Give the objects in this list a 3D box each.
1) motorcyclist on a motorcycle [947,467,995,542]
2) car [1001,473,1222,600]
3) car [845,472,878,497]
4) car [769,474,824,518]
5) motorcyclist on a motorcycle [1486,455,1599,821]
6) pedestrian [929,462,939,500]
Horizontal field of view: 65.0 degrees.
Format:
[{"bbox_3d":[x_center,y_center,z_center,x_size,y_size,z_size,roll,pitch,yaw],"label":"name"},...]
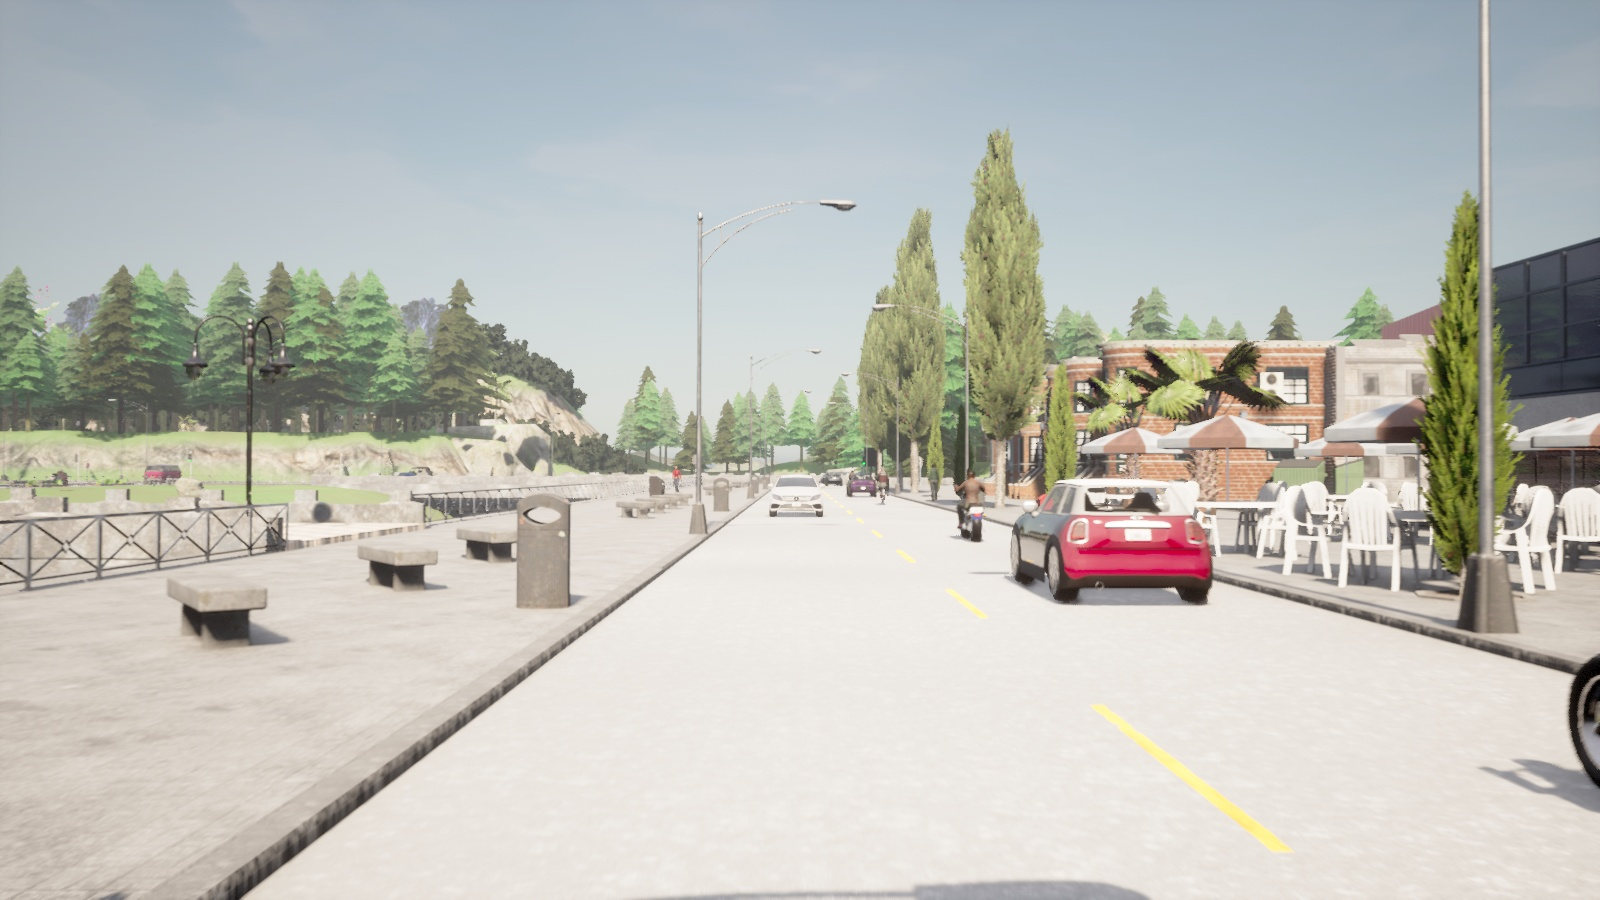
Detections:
[{"bbox_3d":[3.923,1.235,29.031,0.766,1.649,2.350,0,-1,0],"label":"motorcyclist on a motorcycle"},{"bbox_3d":[3.955,1.043,16.633,1.970,1.475,3.806,0,-1,0],"label":"car"},{"bbox_3d":[3.798,2.115,77.741,1.816,1.474,4.193,0,-1,0],"label":"car"},{"bbox_3d":[-0.114,1.574,43.806,1.812,1.442,4.674,0,-1,0],"label":"car"},{"bbox_3d":[3.984,0.839,5.395,0.766,1.649,2.350,0,-1,0],"label":"motorcyclist on a motorcycle"},{"bbox_3d":[6.553,1.526,61.388,0.353,1.847,0.614,-1,-1,21],"label":"pedestrian"}]
